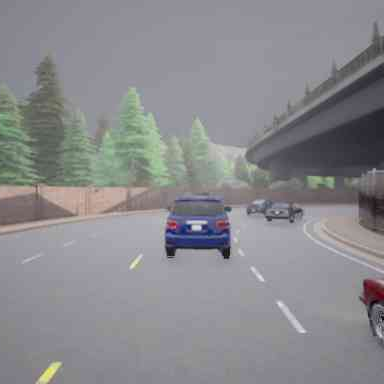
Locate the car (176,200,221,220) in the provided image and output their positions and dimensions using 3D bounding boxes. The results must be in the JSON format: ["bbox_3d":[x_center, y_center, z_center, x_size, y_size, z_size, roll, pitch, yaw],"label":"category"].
[{"bbox_3d":[0.640,1.403,27.309,1.994,1.385,4.181,0,0,29],"label":"car"}]

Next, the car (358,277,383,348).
[{"bbox_3d":[3.585,1.582,3.196,1.895,1.301,4.718,0,0,0],"label":"car"}]

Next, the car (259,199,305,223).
[{"bbox_3d":[6.882,1.404,24.375,2.033,1.411,5.357,0,0,28],"label":"car"}]

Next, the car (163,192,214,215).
[{"bbox_3d":[-0.201,1.027,32.848,2.150,2.045,5.566,0,0,35],"label":"car"}]

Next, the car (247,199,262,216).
[{"bbox_3d":[6.519,1.350,29.899,1.812,1.442,4.674,0,0,36],"label":"car"}]

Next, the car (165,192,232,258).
[{"bbox_3d":[0.322,1.146,12.660,2.150,2.045,5.566,0,0,4],"label":"car"}]
